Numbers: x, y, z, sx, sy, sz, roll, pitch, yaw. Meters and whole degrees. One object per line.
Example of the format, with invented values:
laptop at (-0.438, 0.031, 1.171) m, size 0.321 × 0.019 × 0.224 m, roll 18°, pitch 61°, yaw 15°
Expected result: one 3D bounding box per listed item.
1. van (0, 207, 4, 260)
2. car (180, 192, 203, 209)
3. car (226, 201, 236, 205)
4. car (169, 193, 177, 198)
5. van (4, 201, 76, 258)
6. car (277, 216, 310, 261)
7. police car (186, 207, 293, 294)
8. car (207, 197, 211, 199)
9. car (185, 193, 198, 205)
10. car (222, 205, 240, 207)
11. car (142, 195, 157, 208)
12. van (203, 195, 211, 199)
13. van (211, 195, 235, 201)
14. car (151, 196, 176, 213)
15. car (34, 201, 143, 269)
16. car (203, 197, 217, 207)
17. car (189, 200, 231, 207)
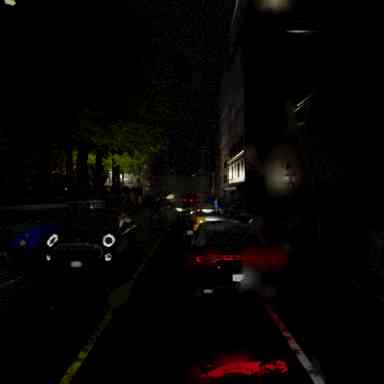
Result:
van at (-5.678, 1.340, 6.459) m, size 1.690 × 1.788 × 3.998 m, roll 0°, pitch 0°, yaw 0°
car at (-0.053, 1.185, 44.775) m, size 2.150 × 2.045 × 5.566 m, roll 0°, pitch 0°, yaw 0°
car at (2.826, 1.571, 23.474) m, size 1.802 × 1.307 × 4.206 m, roll 0°, pitch 0°, yaw 0°
car at (-5.781, 1.403, 89.583) m, size 1.752 × 1.417 × 4.829 m, roll 0°, pitch 0°, yaw 0°
van at (-5.686, 1.338, 12.117) m, size 1.690 × 1.788 × 3.998 m, roll 0°, pitch 0°, yaw 0°
car at (2.841, 1.541, 12.153) m, size 1.887 × 1.381 × 4.507 m, roll 0°, pitch 0°, yaw 0°
police car at (0.889, 1.423, 8.893) m, size 1.930 × 1.638 × 5.238 m, roll 0°, pitch 0°, yaw 0°
car at (2.813, 1.522, 34.795) m, size 1.887 × 1.381 × 4.507 m, roll 0°, pitch 0°, yaw 0°
car at (-0.074, 1.160, 59.370) m, size 2.150 × 2.045 × 5.566 m, roll 0°, pitch 0°, yaw 0°
car at (2.834, 1.575, 17.813) m, size 1.802 × 1.307 × 4.206 m, roll 0°, pitch 0°, yaw 0°
car at (-5.726, 1.276, 46.064) m, size 2.192 × 1.841 × 5.009 m, roll 0°, pitch 0°, yaw 0°
van at (2.798, 1.303, 46.115) m, size 1.690 × 1.788 × 3.998 m, roll 0°, pitch 0°, yaw 0°
van at (2.819, 1.324, 29.134) m, size 1.690 × 1.788 × 3.998 m, roll 0°, pitch 0°, yaw 0°
car at (-3.045, 1.501, 36.333) m, size 1.812 × 1.442 × 4.674 m, roll 0°, pitch 0°, yaw 0°
car at (-3.114, 1.349, 11.170) m, size 2.097 × 1.767 × 4.553 m, roll 0°, pitch 0°, yaw 0°
car at (2.792, 1.518, 51.776) m, size 1.947 × 1.339 × 4.313 m, roll 0°, pitch 0°, yaw 0°
car at (0.876, 1.448, 18.973) m, size 1.801 × 1.575 × 5.366 m, roll 0°, pitch 0°, yaw 0°
